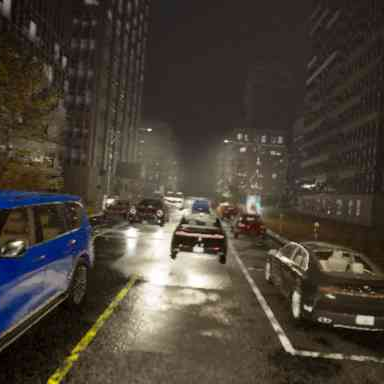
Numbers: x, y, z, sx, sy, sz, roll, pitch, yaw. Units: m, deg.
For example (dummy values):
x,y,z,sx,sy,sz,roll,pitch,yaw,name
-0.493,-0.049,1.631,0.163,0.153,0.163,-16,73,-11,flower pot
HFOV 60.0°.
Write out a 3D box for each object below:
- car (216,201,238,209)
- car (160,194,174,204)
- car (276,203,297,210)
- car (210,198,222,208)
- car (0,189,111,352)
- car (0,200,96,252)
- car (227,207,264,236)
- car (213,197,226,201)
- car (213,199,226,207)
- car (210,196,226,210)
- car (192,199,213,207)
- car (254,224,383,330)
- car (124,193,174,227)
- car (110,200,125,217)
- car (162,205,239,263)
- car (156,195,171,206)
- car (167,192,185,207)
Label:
x,y,z,sx,sy,sz,roll,pitch,yaw,name
3.363,1.832,29.599,1.887,1.381,4.507,5,0,2,car
-4.250,1.184,57.609,1.967,1.590,4.097,5,0,2,car
22.821,3.566,81.623,4.097,1.590,1.967,5,-2,1,car
4.094,1.919,57.386,1.887,1.381,4.507,5,0,2,car
-3.055,0.996,4.500,2.150,2.045,5.566,4,0,2,car
-5.433,1.131,12.978,1.752,1.417,4.829,5,0,2,car
3.067,1.835,18.484,1.802,1.307,4.206,5,0,2,car
3.821,1.655,46.271,2.192,1.841,5.009,5,0,2,car
3.516,1.831,35.326,1.752,1.417,4.829,5,0,2,car
3.967,1.673,51.828,2.192,1.841,5.009,5,0,2,car
0.962,1.591,36.623,1.882,1.535,5.008,4,0,2,car
2.777,1.770,7.368,2.008,1.369,4.403,5,0,2,car
-2.617,1.177,21.366,2.097,1.767,4.553,4,0,2,car
-5.141,1.222,24.263,1.802,1.307,4.206,5,0,2,car
0.292,1.528,12.409,2.128,1.511,4.902,4,0,2,car
-4.408,1.251,51.882,1.752,1.417,4.829,5,0,2,car
-2.061,1.021,38.306,2.150,2.045,5.566,4,0,2,car
